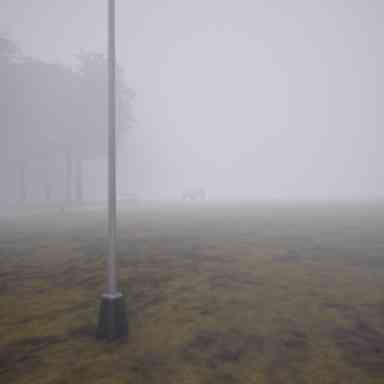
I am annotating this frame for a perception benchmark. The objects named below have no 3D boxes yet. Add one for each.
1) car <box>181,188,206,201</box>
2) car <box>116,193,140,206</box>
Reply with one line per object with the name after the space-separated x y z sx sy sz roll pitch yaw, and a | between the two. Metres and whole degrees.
0.276 0.358 59.566 2.150 2.045 5.566 1 1 36 | car
-9.376 0.911 46.210 2.097 1.767 4.553 1 1 36 | car
